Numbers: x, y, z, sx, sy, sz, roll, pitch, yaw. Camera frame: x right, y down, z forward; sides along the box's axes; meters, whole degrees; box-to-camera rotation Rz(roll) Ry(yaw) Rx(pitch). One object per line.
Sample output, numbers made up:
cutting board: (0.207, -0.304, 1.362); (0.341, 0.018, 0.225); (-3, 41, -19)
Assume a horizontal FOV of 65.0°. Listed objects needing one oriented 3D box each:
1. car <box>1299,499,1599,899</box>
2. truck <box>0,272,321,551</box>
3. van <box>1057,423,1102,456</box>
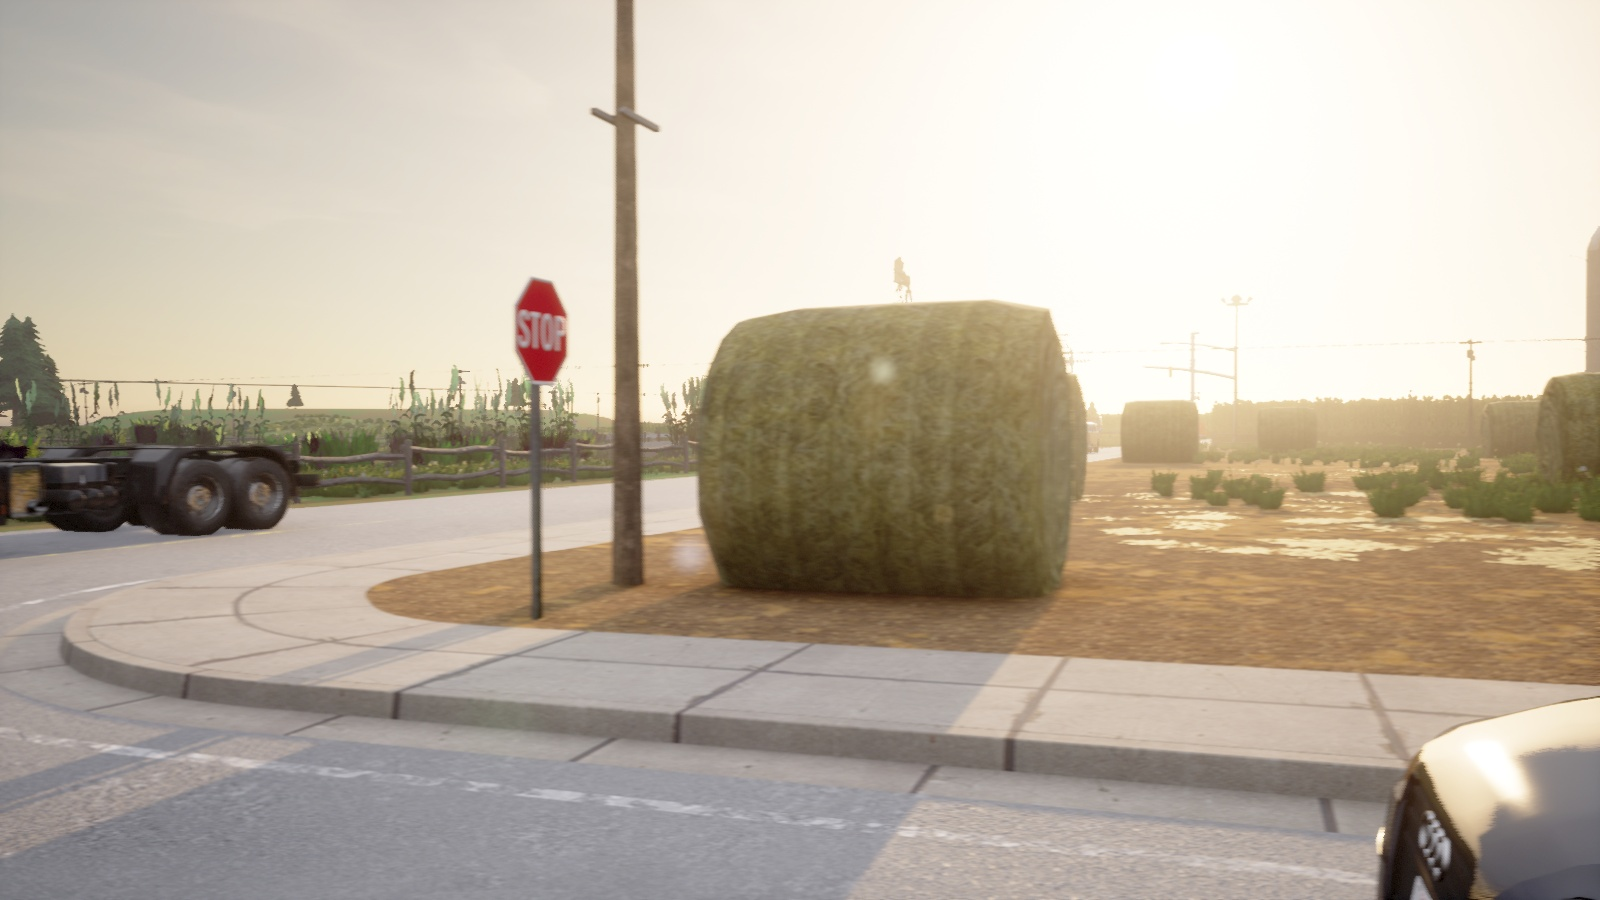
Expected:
car: (3.156, 0.868, 2.121); (4.181, 1.385, 1.994); (1, 1, 18)
truck: (-10.709, -0.513, 17.547); (2.891, 3.462, 7.936); (1, 1, 22)
van: (17.759, -0.698, 79.642); (2.069, 2.038, 4.480); (1, 1, 22)
